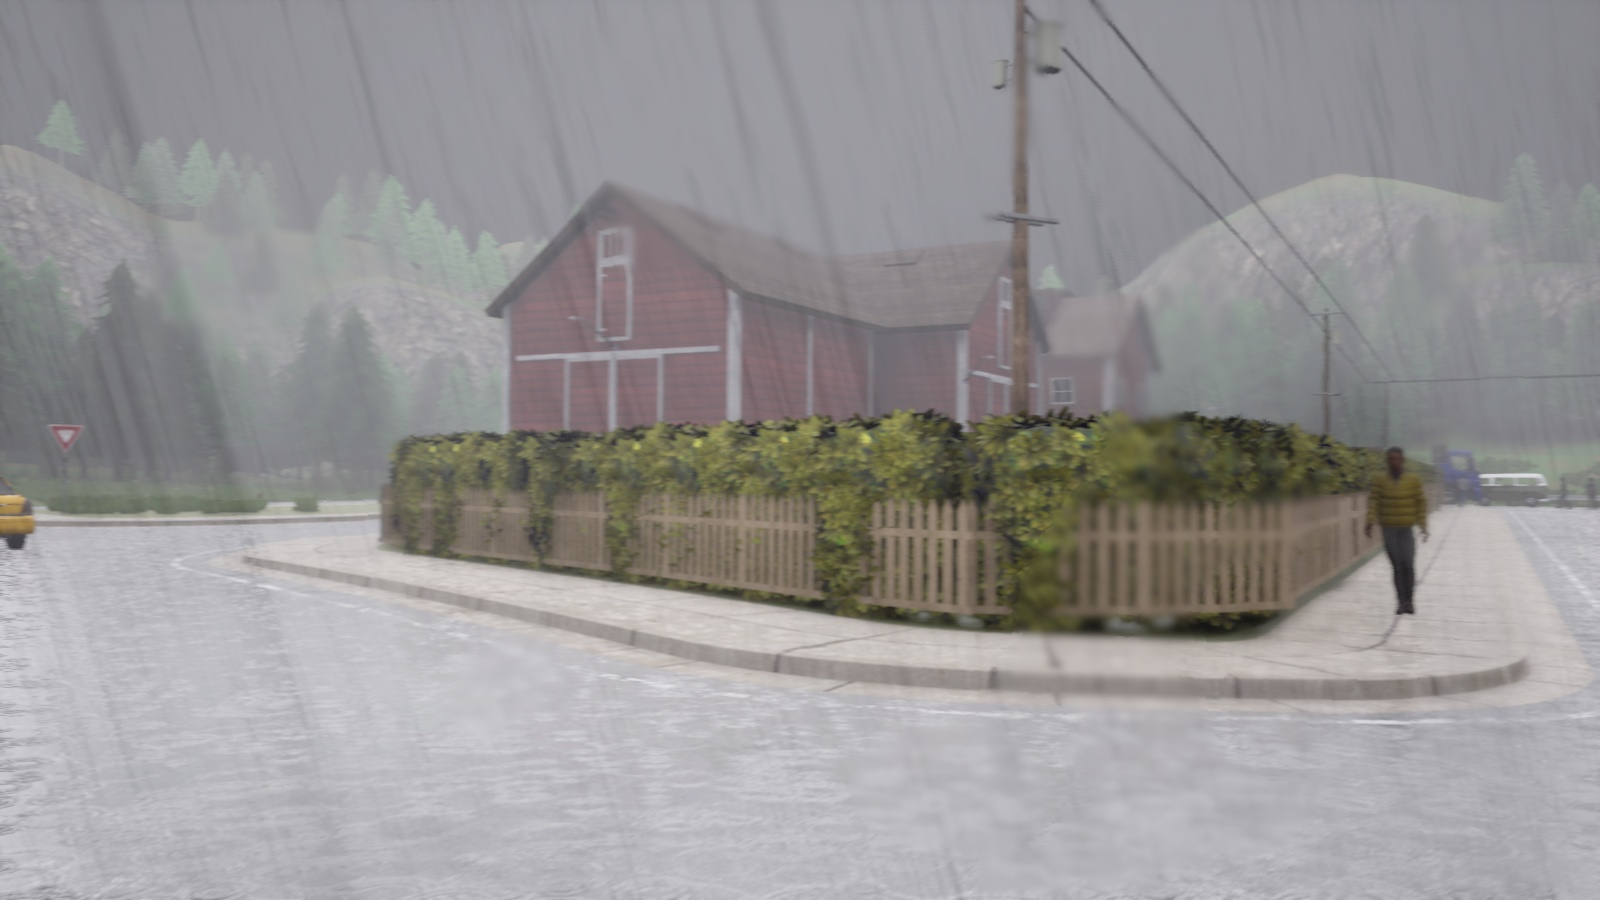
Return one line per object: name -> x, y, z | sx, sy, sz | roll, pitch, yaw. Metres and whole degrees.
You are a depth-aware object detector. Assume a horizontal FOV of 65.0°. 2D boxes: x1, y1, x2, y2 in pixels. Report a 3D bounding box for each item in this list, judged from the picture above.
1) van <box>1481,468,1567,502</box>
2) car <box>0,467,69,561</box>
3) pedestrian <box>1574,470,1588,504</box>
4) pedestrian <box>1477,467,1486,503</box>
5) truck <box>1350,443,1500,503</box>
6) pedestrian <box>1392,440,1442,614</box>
van -> 43.942, 2.102, 76.311 | 4.480, 2.038, 2.069 | -1, -1, 29
car -> -15.178, 1.108, 23.060 | 1.801, 1.575, 5.366 | 1, -1, -44
pedestrian -> 42.688, 2.012, 68.644 | 0.614, 1.847, 0.353 | -1, -1, 34
pedestrian -> 35.590, 1.828, 65.580 | 0.354, 1.836, 0.706 | -1, -1, 31
truck -> 37.702, 1.393, 75.829 | 7.936, 3.462, 2.891 | -1, -1, 29
pedestrian -> 6.721, 0.822, 13.676 | 0.431, 1.840, 0.709 | -1, -1, 30
